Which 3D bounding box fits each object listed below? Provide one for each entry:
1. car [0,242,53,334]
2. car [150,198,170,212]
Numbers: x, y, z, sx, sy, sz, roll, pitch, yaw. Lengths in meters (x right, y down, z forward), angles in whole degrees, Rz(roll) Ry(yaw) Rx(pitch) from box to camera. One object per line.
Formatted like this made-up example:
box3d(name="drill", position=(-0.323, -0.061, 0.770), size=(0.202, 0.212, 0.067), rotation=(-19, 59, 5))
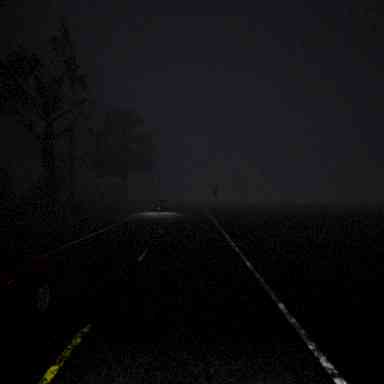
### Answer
box3d(name="car", position=(-3.596, 1.524, 4.752), size=(1.812, 1.442, 4.674), rotation=(0, 0, 0))
box3d(name="car", position=(-3.565, 1.477, 38.084), size=(1.837, 1.490, 4.892), rotation=(0, 0, 0))
